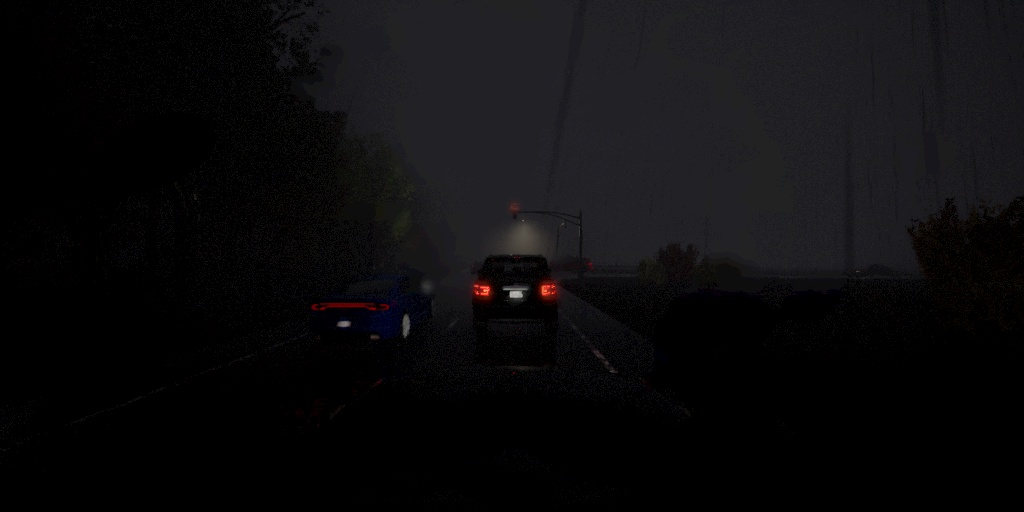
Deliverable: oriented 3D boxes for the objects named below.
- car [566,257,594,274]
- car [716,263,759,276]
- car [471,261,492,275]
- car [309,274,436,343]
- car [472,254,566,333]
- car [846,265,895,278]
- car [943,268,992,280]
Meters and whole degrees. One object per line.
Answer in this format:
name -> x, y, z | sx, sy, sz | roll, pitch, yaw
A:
car -> 7.148, 1.134, 43.811 | 5.566, 2.045, 2.150 | 1, 0, 21
car -> 26.235, 1.586, 42.175 | 4.902, 1.511, 2.128 | 1, -1, 0
car -> -3.401, 1.321, 41.023 | 1.994, 1.385, 4.181 | 0, 0, 0
car -> -3.399, 1.229, 9.731 | 1.882, 1.535, 5.008 | 0, 0, 0
car -> 0.101, 0.974, 10.882 | 2.150, 2.045, 5.566 | 0, 0, 0
car -> 42.050, 1.793, 42.091 | 4.674, 1.442, 1.812 | 0, -1, 1
car -> 48.515, 1.825, 38.478 | 5.357, 1.411, 2.033 | 1, -1, 0
